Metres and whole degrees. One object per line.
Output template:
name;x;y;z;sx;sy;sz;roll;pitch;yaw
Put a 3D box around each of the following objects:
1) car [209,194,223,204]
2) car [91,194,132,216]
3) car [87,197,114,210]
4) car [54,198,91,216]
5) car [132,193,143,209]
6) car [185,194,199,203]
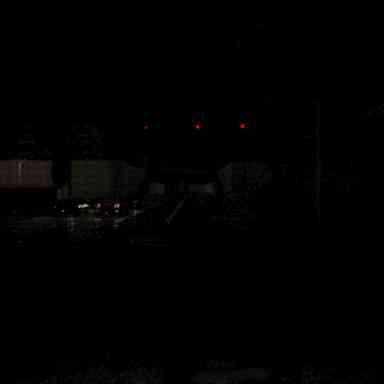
car;3.602;1.078;50.638;2.128;1.511;4.902;0;0;0
car;-7.038;1.130;29.709;2.097;1.767;4.553;0;0;0
car;-10.537;1.273;38.525;1.994;1.385;4.181;0;0;0
car;-10.533;1.289;29.620;1.837;1.490;4.892;0;0;0
car;-7.040;1.055;38.551;2.097;1.767;4.553;0;0;0
car;0.002;1.055;55.578;1.837;1.490;4.892;0;0;0
